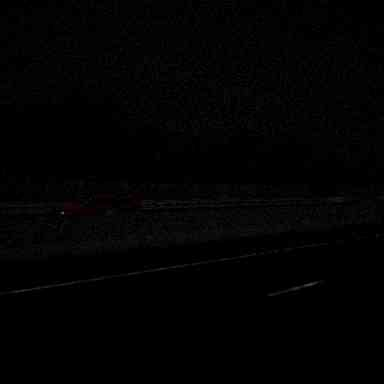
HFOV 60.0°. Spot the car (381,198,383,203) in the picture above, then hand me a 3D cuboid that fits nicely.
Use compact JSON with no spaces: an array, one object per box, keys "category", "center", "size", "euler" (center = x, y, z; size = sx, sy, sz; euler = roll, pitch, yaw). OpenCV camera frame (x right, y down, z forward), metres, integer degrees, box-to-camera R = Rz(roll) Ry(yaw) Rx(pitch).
[{"category":"car","center":[28.572,1.325,45.808],"size":[4.553,1.767,2.097],"euler":[0,0,-35]}]

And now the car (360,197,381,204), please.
[{"category":"car","center":[26.512,1.464,48.629],"size":[4.902,1.511,2.128],"euler":[0,0,-35]}]

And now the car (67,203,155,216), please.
[{"category":"car","center":[-4.088,1.523,18.271],"size":[4.674,1.442,1.812],"euler":[0,0,-35]}]

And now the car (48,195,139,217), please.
[{"category":"car","center":[-5.881,1.219,21.293],"size":[5.566,2.045,2.150],"euler":[0,0,-36]}]
